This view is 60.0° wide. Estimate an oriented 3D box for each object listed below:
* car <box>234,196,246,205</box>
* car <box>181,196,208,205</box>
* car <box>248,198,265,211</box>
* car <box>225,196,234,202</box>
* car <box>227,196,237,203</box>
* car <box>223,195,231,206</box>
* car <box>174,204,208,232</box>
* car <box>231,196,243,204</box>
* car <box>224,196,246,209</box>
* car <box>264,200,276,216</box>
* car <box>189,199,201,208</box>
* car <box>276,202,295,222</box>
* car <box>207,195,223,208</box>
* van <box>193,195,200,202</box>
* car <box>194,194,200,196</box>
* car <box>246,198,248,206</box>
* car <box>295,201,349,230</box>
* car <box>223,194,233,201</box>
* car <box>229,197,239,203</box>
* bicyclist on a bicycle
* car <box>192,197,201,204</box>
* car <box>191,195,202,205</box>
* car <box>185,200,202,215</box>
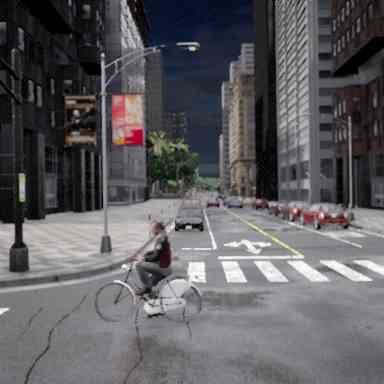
[{"bbox_3d":[9.308,1.624,64.835,1.967,1.590,4.097,-1,0,1],"label":"car"},{"bbox_3d":[-0.027,1.479,27.055,2.192,1.841,5.009,-1,0,1],"label":"car"},{"bbox_3d":[8.847,1.638,43.140,1.887,1.381,4.507,-1,0,1],"label":"car"},{"bbox_3d":[9.778,1.809,86.700,1.752,1.417,4.829,-1,0,1],"label":"car"},{"bbox_3d":[9.658,1.809,81.105,2.008,1.369,4.403,-1,0,1],"label":"car"},{"bbox_3d":[6.407,1.745,58.088,2.033,1.411,5.357,-1,0,1],"label":"car"},{"bbox_3d":[-0.138,1.710,21.629,1.947,1.339,4.313,-1,0,1],"label":"car"},{"bbox_3d":[9.424,1.648,70.259,1.967,1.590,4.097,-1,0,1],"label":"car"},{"bbox_3d":[6.227,1.720,48.207,1.994,1.385,4.181,-1,0,2],"label":"car"},{"bbox_3d":[8.616,1.633,32.292,1.802,1.307,4.206,-1,0,1],"label":"car"},{"bbox_3d":[0.557,1.852,54.178,1.802,1.307,4.206,-1,0,1],"label":"car"},{"bbox_3d":[8.498,1.471,26.869,1.967,1.590,4.097,-1,0,1],"label":"car"},{"bbox_3d":[3.273,1.695,51.917,1.882,1.535,5.008,-1,0,1],"label":"car"},{"bbox_3d":[1.248,1.757,86.727,1.690,1.788,3.998,-1,0,1],"label":"van"},{"bbox_3d":[0.668,1.608,59.603,2.192,1.841,5.009,-1,0,1],"label":"car"},{"bbox_3d":[9.082,1.663,54.157,1.752,1.417,4.829,-1,0,1],"label":"car"},{"bbox_3d":[8.382,1.452,21.445,1.967,1.590,4.097,-1,0,1],"label":"car"},{"bbox_3d":[9.886,1.623,91.955,2.192,1.841,5.009,-1,0,1],"label":"car"},{"bbox_3d":[9.541,1.778,75.682,1.887,1.381,4.507,-1,0,1],"label":"car"},{"bbox_3d":[-0.764,1.373,5.660,1.843,1.776,0.659,0,0,2],"label":"bicyclist on a bicycle"},{"bbox_3d":[1.020,1.910,75.876,1.887,1.381,4.507,-1,0,1],"label":"car"},{"bbox_3d":[0.900,1.656,70.453,2.192,1.841,5.009,-1,0,1],"label":"car"},{"bbox_3d":[0.205,1.729,37.733,1.752,1.417,4.829,-1,0,1],"label":"car"}]
